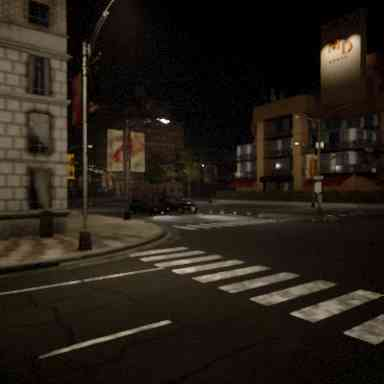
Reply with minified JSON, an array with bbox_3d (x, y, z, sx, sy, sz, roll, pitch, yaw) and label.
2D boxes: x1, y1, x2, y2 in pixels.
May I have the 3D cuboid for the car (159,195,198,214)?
[{"bbox_3d":[-1.300,1.408,34.174,2.128,1.511,4.902,0,0,-36],"label":"car"}]

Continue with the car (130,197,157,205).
[{"bbox_3d":[-8.356,1.483,57.195,4.718,1.301,1.895,0,0,39],"label":"car"}]

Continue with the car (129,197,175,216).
[{"bbox_3d":[-4.201,1.480,32.209,2.033,1.411,5.357,0,0,-36],"label":"car"}]

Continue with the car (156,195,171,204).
[{"bbox_3d":[-5.210,1.369,59.915,1.837,1.490,4.892,0,0,-15],"label":"car"}]
